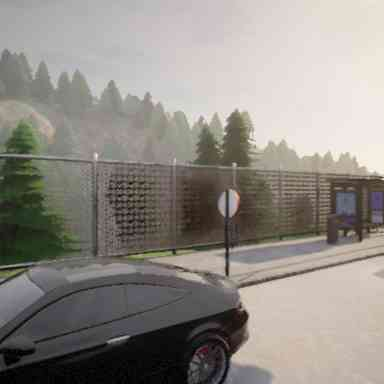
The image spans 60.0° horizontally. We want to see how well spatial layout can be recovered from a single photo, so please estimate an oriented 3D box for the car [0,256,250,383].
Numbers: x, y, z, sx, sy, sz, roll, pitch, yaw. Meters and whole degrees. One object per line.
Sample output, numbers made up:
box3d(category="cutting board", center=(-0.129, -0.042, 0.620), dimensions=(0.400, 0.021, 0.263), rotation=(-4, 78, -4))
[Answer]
box3d(category="car", center=(-1.396, 1.526, 3.607), dimensions=(4.674, 1.442, 1.812), rotation=(0, 0, -35))
